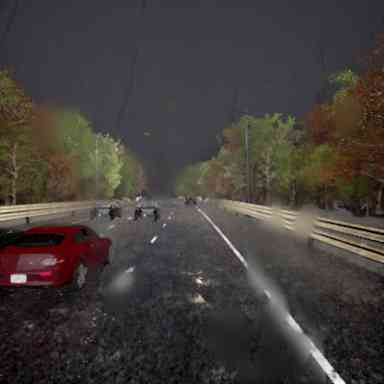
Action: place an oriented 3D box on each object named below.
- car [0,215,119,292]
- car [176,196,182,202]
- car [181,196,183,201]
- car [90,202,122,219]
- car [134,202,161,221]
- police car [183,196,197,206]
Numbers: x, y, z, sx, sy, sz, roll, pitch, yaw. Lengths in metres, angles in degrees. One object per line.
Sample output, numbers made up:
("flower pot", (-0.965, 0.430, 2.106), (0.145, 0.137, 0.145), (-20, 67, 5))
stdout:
("car", (-3.440, 1.556, 8.870), (1.812, 1.442, 4.674), (0, 0, 0))
("car", (-2.999, 1.804, 95.182), (2.097, 1.767, 4.553), (0, -1, -4))
("car", (-0.924, 1.894, 76.724), (1.801, 1.575, 5.366), (0, 0, -3))
("car", (-7.190, 1.607, 28.208), (2.128, 1.511, 4.902), (0, 0, -1))
("car", (-3.689, 1.606, 28.163), (2.128, 1.511, 4.902), (0, 0, -1))
("police car", (-0.188, 1.737, 60.557), (1.930, 1.638, 5.238), (0, 0, -2))
